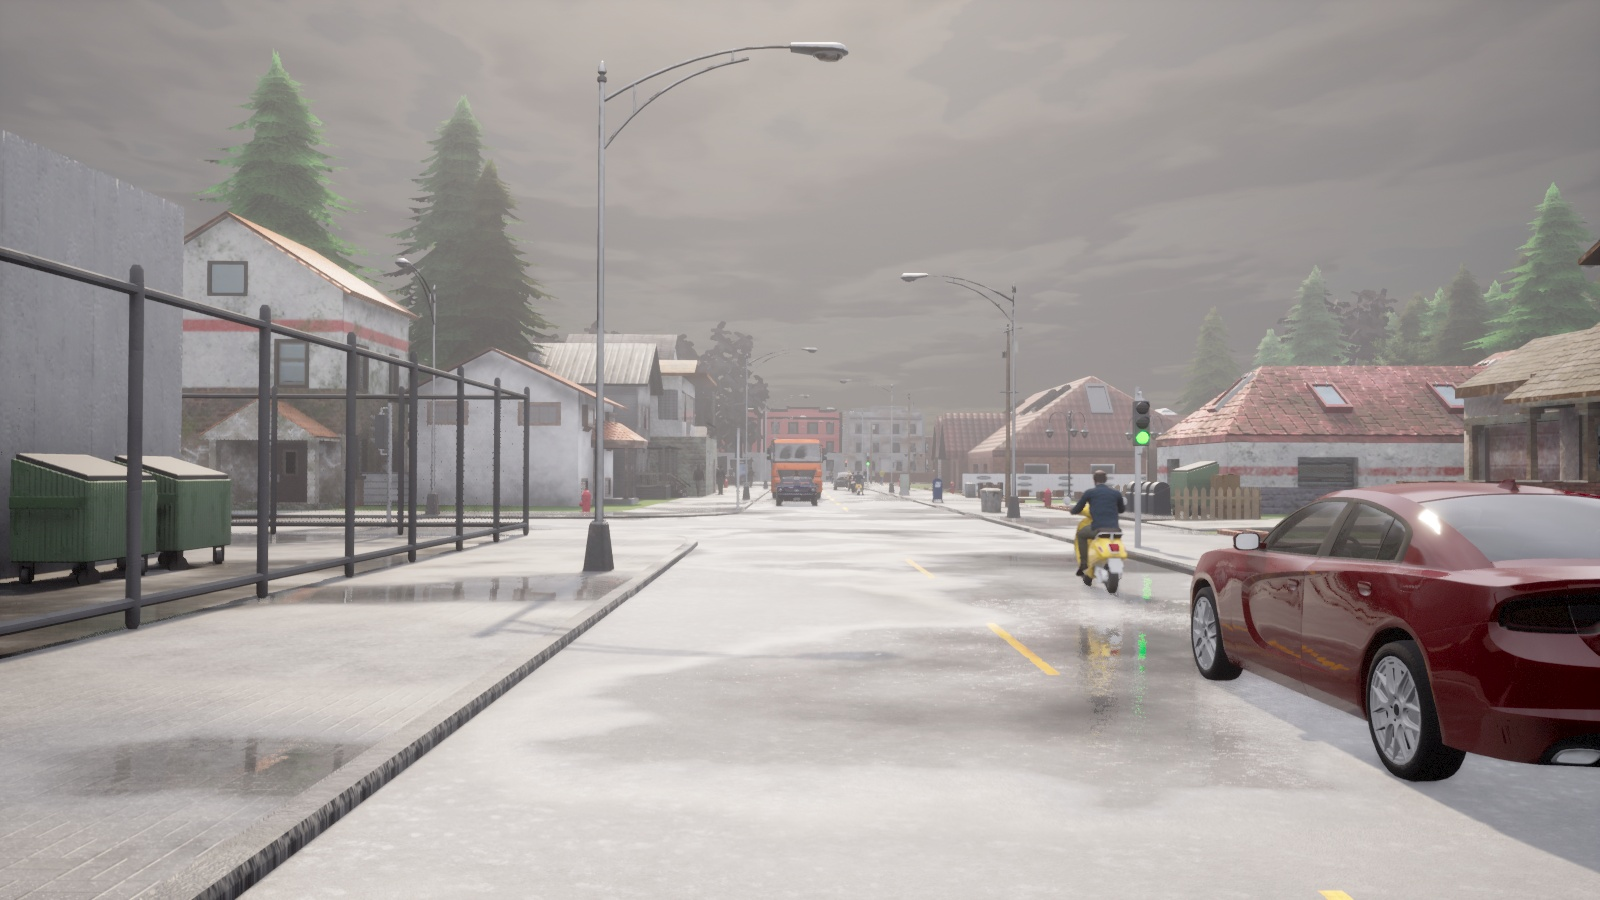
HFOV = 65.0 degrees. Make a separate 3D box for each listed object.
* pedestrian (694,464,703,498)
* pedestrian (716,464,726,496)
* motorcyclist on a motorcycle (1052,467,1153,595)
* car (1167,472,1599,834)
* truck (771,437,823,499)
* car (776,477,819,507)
[{"bbox_3d":[-5.597,1.710,69.478,0.431,1.840,0.703,0,-1,0],"label":"pedestrian"},{"bbox_3d":[-4.816,1.824,76.445,0.402,1.930,0.666,0,-1,13],"label":"pedestrian"},{"bbox_3d":[3.969,1.031,16.626,0.866,1.590,1.817,0,-1,0],"label":"motorcyclist on a motorcycle"},{"bbox_3d":[3.981,0.908,7.867,1.882,1.535,5.008,0,-1,0],"label":"car"},{"bbox_3d":[-0.181,1.069,73.756,2.891,3.462,7.936,0,-1,0],"label":"truck"},{"bbox_3d":[-0.144,1.881,57.626,1.895,1.301,4.718,0,-1,0],"label":"car"}]
